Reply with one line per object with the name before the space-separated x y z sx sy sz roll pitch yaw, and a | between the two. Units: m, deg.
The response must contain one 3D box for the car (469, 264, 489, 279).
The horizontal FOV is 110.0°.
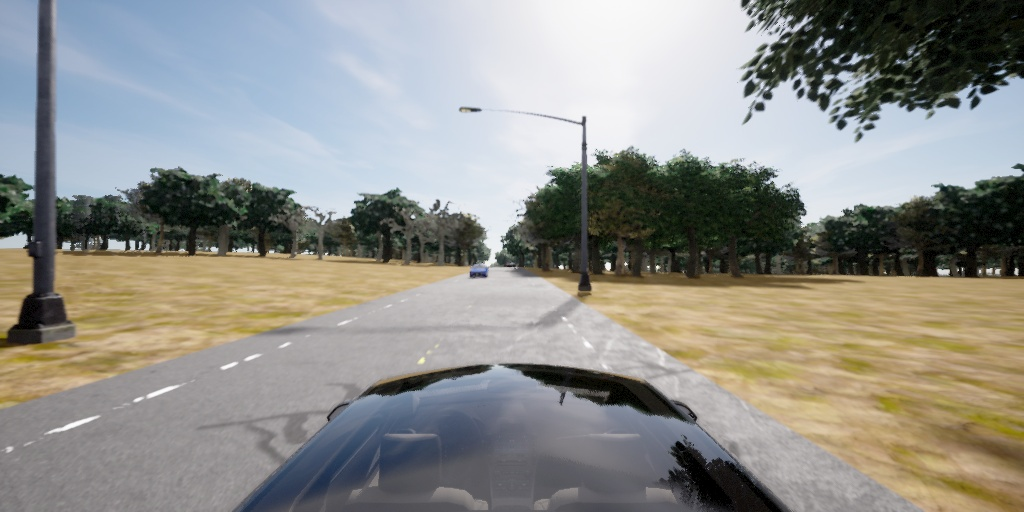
car | -3.588 1.652 39.798 1.882 1.535 5.008 0 -1 0
